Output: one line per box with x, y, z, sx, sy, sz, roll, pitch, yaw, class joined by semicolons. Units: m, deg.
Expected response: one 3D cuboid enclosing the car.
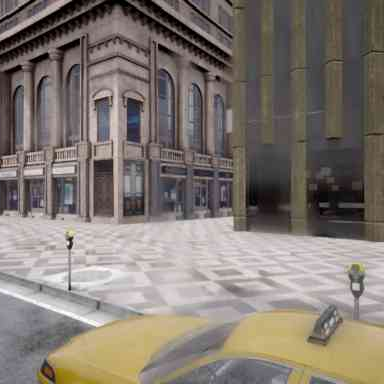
0.718;1.525;2.462;4.829;1.417;1.752;0;0;36;car
